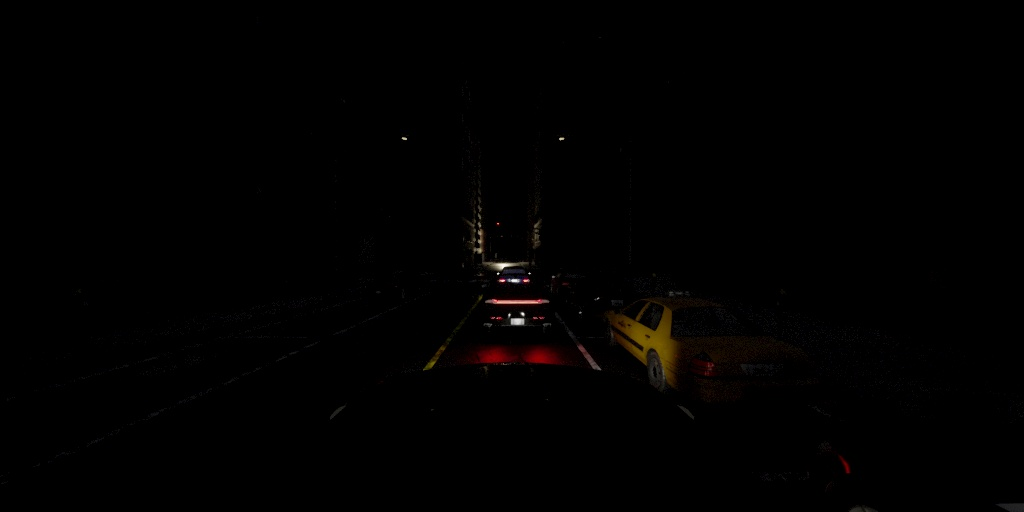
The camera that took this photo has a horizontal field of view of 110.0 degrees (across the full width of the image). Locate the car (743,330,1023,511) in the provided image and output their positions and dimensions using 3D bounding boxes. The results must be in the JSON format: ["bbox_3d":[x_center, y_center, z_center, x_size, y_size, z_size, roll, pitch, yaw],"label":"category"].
[{"bbox_3d":[2.872,1.301,0.669,2.007,1.370,4.403,0,0,0],"label":"car"}]

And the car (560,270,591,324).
[{"bbox_3d":[2.880,1.312,11.841,1.948,1.339,4.313,0,0,0],"label":"car"}]

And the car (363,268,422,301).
[{"bbox_3d":[-5.661,1.289,17.430,1.888,1.381,4.507,0,0,0],"label":"car"}]

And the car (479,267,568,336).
[{"bbox_3d":[0.108,1.239,10.367,2.128,1.511,4.902,0,0,0],"label":"car"}]

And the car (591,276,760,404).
[{"bbox_3d":[2.877,1.274,6.425,1.751,1.417,4.829,0,0,0],"label":"car"}]
